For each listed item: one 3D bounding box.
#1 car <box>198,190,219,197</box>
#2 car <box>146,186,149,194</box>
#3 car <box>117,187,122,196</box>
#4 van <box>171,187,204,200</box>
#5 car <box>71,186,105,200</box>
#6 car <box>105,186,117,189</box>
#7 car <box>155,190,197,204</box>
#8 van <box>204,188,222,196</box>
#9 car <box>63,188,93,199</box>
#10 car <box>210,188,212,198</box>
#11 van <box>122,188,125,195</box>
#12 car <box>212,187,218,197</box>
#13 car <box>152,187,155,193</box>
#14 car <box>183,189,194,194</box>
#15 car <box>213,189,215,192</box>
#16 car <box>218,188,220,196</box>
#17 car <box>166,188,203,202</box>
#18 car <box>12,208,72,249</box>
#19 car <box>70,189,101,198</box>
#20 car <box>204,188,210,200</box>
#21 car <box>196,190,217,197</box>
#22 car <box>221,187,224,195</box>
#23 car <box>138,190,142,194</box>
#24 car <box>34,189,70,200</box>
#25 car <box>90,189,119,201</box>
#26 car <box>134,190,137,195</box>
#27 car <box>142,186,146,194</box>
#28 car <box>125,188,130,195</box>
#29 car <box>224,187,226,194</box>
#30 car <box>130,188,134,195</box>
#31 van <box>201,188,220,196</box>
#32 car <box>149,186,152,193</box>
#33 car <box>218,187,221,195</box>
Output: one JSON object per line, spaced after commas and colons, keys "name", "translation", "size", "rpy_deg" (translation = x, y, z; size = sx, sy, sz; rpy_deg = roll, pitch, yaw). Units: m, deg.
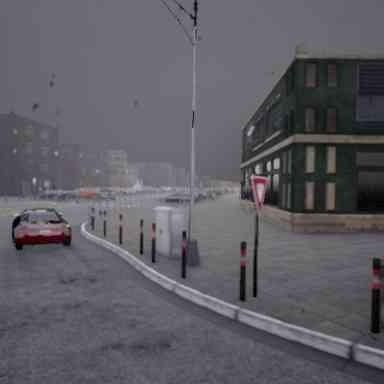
{"name": "car", "translation": [3.797, 0.300, 77.971], "size": [4.674, 1.452, 2.002], "rpy_deg": [1, 1, 10]}
{"name": "car", "translation": [-14.761, -0.267, 88.657], "size": [4.892, 1.521, 2.231], "rpy_deg": [1, 1, 10]}
{"name": "car", "translation": [-18.022, 0.092, 69.636], "size": [5.366, 1.575, 1.946], "rpy_deg": [1, 1, 10]}
{"name": "van", "translation": [-0.764, 0.523, 53.502], "size": [4.442, 1.987, 1.878], "rpy_deg": [1, 1, 10]}
{"name": "car", "translation": [-16.561, 0.225, 53.267], "size": [2.150, 2.045, 5.566], "rpy_deg": [1, 1, 11]}
{"name": "car", "translation": [-18.720, -0.107, 66.956], "size": [5.566, 2.045, 2.435], "rpy_deg": [1, 1, 10]}
{"name": "car", "translation": [-2.175, 0.905, 45.284], "size": [4.792, 1.488, 2.163], "rpy_deg": [1, 1, 10]}
{"name": "van", "translation": [5.410, -0.115, 86.145], "size": [4.442, 1.987, 1.878], "rpy_deg": [1, 1, 10]}
{"name": "car", "translation": [-20.137, 0.178, 58.806], "size": [4.553, 1.767, 2.185], "rpy_deg": [1, 1, 10]}
{"name": "car", "translation": [0.834, 0.588, 61.691], "size": [5.008, 1.535, 2.097], "rpy_deg": [1, 1, 10]}
{"name": "van", "translation": [-17.595, -0.186, 72.356], "size": [4.442, 1.987, 1.878], "rpy_deg": [1, 1, 10]}
{"name": "car", "translation": [1.844, 0.228, 67.023], "size": [5.566, 2.045, 2.435], "rpy_deg": [1, 1, 10]}
{"name": "car", "translation": [-13.779, -0.360, 94.081], "size": [4.892, 1.521, 2.231], "rpy_deg": [1, 1, 10]}
{"name": "car", "translation": [-0.969, -0.128, 94.830], "size": [2.128, 1.511, 4.902], "rpy_deg": [1, 1, 10]}
{"name": "car", "translation": [1.320, 0.536, 64.301], "size": [4.892, 1.521, 2.231], "rpy_deg": [1, 1, 10]}
{"name": "car", "translation": [2.491, 0.423, 69.736], "size": [5.366, 1.575, 1.946], "rpy_deg": [1, 1, 10]}
{"name": "car", "translation": [-1.140, 0.673, 50.617], "size": [4.553, 1.767, 2.185], "rpy_deg": [1, 1, 10]}
{"name": "car", "translation": [-6.276, 1.361, 13.730], "size": [1.994, 1.385, 4.181], "rpy_deg": [1, 1, -29]}
{"name": "car", "translation": [-19.685, 0.254, 61.533], "size": [4.892, 1.521, 2.231], "rpy_deg": [1, 1, 10]}
{"name": "car", "translation": [0.352, 0.521, 58.826], "size": [4.553, 1.767, 2.185], "rpy_deg": [1, 1, 10]}
{"name": "car", "translation": [3.311, 0.352, 75.301], "size": [4.674, 1.452, 2.002], "rpy_deg": [1, 1, 10]}
{"name": "car", "translation": [4.329, -0.042, 80.693], "size": [5.566, 2.045, 2.435], "rpy_deg": [1, 1, 10]}
{"name": "car", "translation": [-15.716, -0.296, 83.225], "size": [4.553, 1.767, 2.185], "rpy_deg": [1, 1, 10]}
{"name": "car", "translation": [-21.611, 0.315, 50.664], "size": [4.553, 1.767, 2.185], "rpy_deg": [1, 1, 10]}
{"name": "car", "translation": [-13.677, 0.601, 52.259], "size": [1.994, 1.385, 4.181], "rpy_deg": [1, 2, 10]}
{"name": "car", "translation": [-16.269, -0.246, 80.523], "size": [4.553, 1.767, 2.185], "rpy_deg": [1, 1, 10]}
{"name": "car", "translation": [-15.252, -0.218, 85.944], "size": [4.892, 1.521, 2.231], "rpy_deg": [1, 1, 10]}
{"name": "car", "translation": [-17.228, -0.016, 75.096], "size": [5.008, 1.535, 2.097], "rpy_deg": [1, 1, 10]}
{"name": "car", "translation": [6.256, 0.041, 91.645], "size": [4.792, 1.488, 2.163], "rpy_deg": [1, 1, 10]}
{"name": "car", "translation": [-16.760, -0.195, 77.810], "size": [4.553, 1.767, 2.185], "rpy_deg": [1, 1, 10]}
{"name": "van", "translation": [4.684, -0.071, 83.455], "size": [4.442, 1.987, 1.878], "rpy_deg": [1, 1, 10]}
{"name": "car", "translation": [-14.270, -0.314, 91.369], "size": [4.892, 1.521, 2.231], "rpy_deg": [1, 1, 10]}
{"name": "car", "translation": [2.804, 0.114, 72.625], "size": [5.566, 2.045, 2.435], "rpy_deg": [1, 1, 10]}
